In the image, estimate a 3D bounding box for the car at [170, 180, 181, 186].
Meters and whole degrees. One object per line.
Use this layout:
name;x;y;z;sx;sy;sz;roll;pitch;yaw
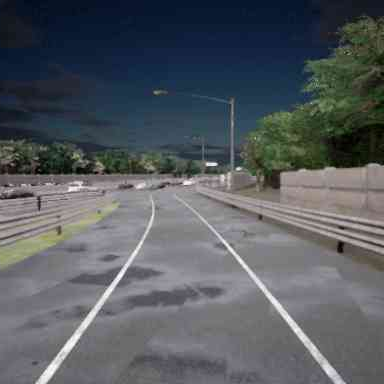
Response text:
car;-3.937;-2.495;90.006;2.097;1.767;4.553;0;3;16

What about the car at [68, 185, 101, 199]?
car;-13.737;0.235;42.530;2.033;1.411;5.357;0;3;16

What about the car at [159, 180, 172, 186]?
car;-7.292;-2.402;91.008;1.882;1.535;5.008;0;3;16

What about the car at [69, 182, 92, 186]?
car;-15.709;-0.389;48.408;2.150;2.045;5.566;0;3;16

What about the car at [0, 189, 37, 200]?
car;-21.398;0.338;41.171;1.812;1.442;4.674;0;3;16

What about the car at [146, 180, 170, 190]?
car;-6.801;-1.143;67.029;2.128;1.511;4.902;0;3;16

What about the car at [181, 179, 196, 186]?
car;-0.550;-2.602;89.117;2.150;2.045;5.566;0;3;16

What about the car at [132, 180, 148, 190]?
car;-9.941;-1.179;68.788;1.812;1.442;4.674;0;3;16

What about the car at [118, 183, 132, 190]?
car;-13.537;-1.188;68.930;1.837;1.490;4.892;0;3;16
